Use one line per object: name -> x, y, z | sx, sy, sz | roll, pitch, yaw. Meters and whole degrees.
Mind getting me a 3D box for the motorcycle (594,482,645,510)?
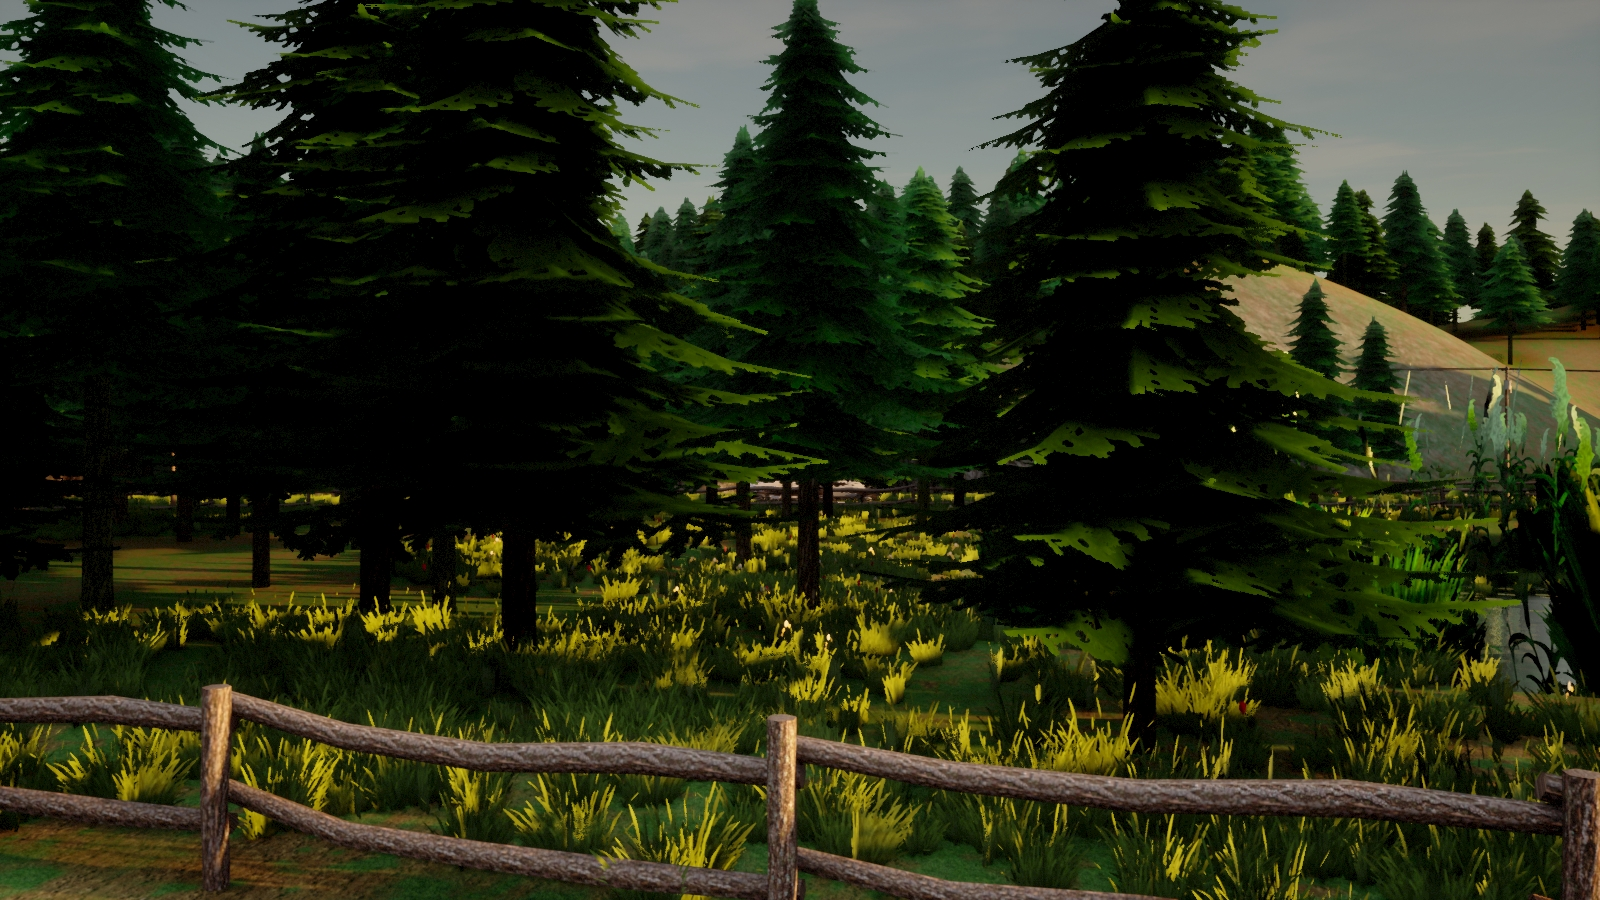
motorcycle -> -8.558, 2.178, 54.109 | 2.209, 1.251, 0.867 | 0, 0, 14
